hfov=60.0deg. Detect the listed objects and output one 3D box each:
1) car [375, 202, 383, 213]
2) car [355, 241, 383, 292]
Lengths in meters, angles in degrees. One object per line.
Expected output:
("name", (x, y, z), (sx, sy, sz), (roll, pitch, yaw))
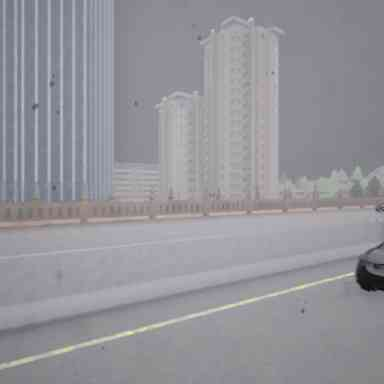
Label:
("car", (22.219, 1.628, 37.012), (4.181, 1.385, 1.994), (0, 0, -35))
("car", (5.702, 1.570, 7.811), (4.181, 1.385, 1.994), (0, 0, -35))
